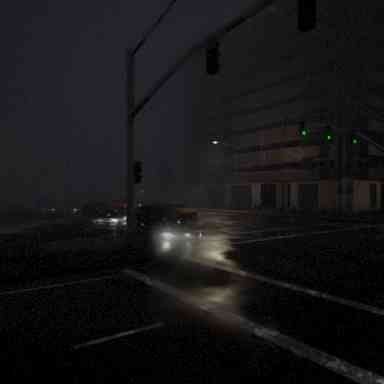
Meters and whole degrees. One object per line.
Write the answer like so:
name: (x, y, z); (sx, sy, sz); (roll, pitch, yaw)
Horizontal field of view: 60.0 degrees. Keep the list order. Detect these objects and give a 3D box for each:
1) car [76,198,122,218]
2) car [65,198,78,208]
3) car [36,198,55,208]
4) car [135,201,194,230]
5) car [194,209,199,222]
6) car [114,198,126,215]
car: (-8.741, 1.599, 30.964); (2.033, 1.411, 5.357); (0, 0, -35)
car: (-17.329, 1.597, 49.190); (2.033, 1.411, 5.357); (0, 0, -35)
car: (-21.816, 1.599, 49.507); (2.033, 1.411, 5.357); (0, 0, -35)
car: (-2.190, 1.556, 21.743); (1.837, 1.490, 4.892); (0, 0, -36)
car: (-1.419, 1.527, 26.702); (1.882, 1.535, 5.008); (0, 0, -35)
car: (-6.854, 1.403, 34.353); (2.097, 1.767, 4.553); (0, 0, -35)
